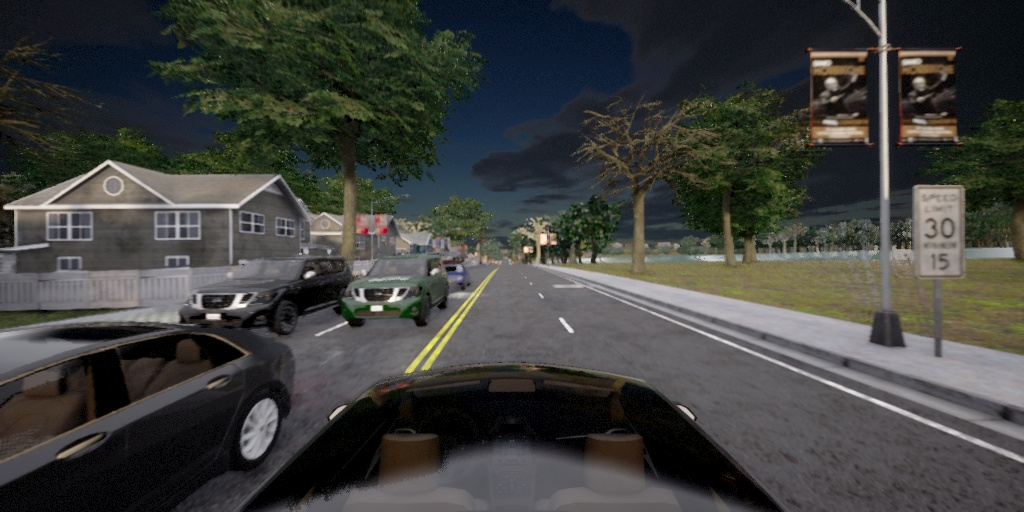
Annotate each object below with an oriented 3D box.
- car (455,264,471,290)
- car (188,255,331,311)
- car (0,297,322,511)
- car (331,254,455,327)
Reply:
[{"bbox_3d":[-3.619,1.236,22.245,1.812,1.442,4.674,0,0,-1],"label":"car"},{"bbox_3d":[-6.709,0.998,10.776,2.150,2.045,5.566,0,0,-1],"label":"car"},{"bbox_3d":[-3.291,1.285,2.054,1.837,1.490,4.892,0,0,-1],"label":"car"},{"bbox_3d":[-3.477,0.966,11.891,2.150,2.045,5.566,0,0,-1],"label":"car"}]
